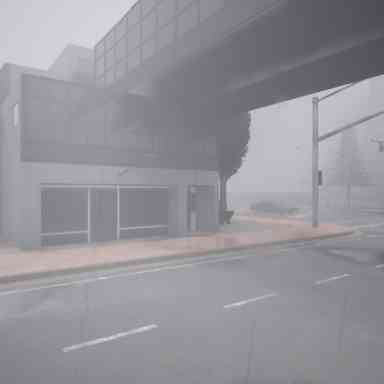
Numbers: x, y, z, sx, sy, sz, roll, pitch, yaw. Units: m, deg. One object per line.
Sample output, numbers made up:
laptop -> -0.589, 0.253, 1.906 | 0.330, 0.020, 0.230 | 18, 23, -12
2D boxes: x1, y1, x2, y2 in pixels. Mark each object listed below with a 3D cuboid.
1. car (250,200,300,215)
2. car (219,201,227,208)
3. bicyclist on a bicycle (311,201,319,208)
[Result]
car -> 8.359, 1.547, 34.252 | 2.033, 1.411, 5.357 | 0, 0, -36
car -> 2.543, 1.564, 42.352 | 1.994, 1.385, 4.181 | 0, 0, -36
bicyclist on a bicycle -> 15.781, 1.301, 42.744 | 1.656, 1.620, 0.582 | 0, 0, -36
